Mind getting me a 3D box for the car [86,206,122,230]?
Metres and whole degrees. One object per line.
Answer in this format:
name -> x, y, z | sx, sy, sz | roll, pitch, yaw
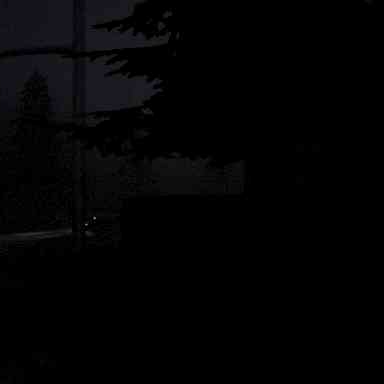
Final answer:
car -> -4.935, 1.586, 21.338 | 1.895, 1.301, 4.718 | 0, 0, 36
